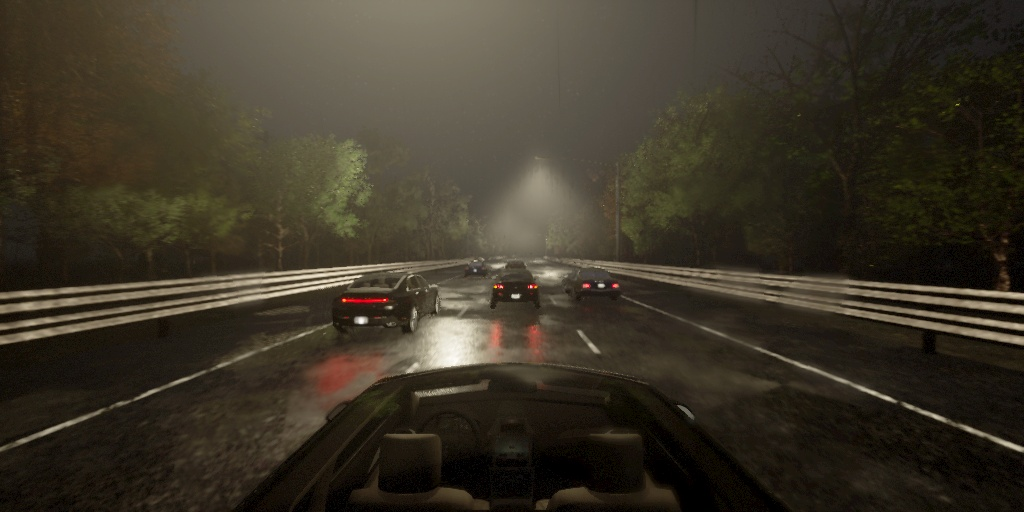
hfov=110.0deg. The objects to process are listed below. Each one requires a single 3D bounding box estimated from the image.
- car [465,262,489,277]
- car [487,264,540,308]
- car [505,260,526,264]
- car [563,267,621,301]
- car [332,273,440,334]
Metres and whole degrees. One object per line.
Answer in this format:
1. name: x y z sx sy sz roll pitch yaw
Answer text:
1. car: -3.169 1.205 33.157 1.994 1.385 4.181 0 0 1
2. car: 0.140 1.234 14.776 1.812 1.442 4.674 0 0 0
3. car: 0.349 1.117 34.568 1.882 1.535 5.008 0 0 1
4. car: 3.648 1.250 17.102 2.033 1.411 5.357 0 0 0
5. car: -3.383 1.222 10.489 1.837 1.490 4.892 0 -1 0
